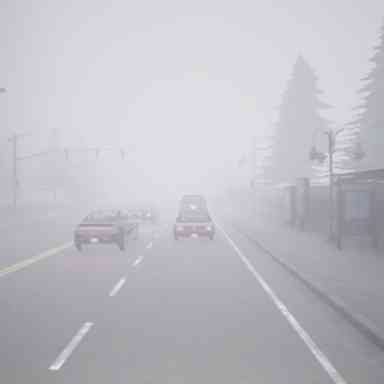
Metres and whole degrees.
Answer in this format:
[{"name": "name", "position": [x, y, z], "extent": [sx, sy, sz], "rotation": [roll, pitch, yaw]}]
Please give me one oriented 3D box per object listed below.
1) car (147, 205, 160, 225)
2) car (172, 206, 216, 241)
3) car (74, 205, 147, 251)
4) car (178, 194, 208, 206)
[{"name": "car", "position": [-3.426, 1.581, 24.122], "extent": [1.895, 1.301, 4.718], "rotation": [0, 0, 0]}, {"name": "car", "position": [0.092, 1.588, 16.443], "extent": [1.895, 1.301, 4.718], "rotation": [0, 0, 0]}, {"name": "car", "position": [-3.401, 1.480, 13.994], "extent": [2.128, 1.511, 4.902], "rotation": [0, 0, 0]}, {"name": "car", "position": [0.100, 1.200, 26.182], "extent": [2.150, 2.045, 5.566], "rotation": [0, 0, 0]}]
